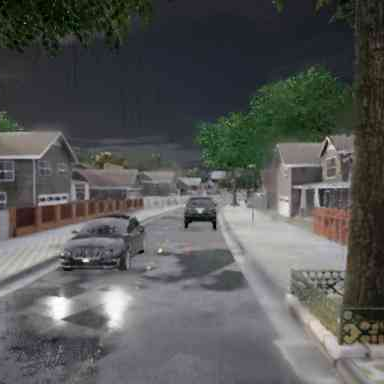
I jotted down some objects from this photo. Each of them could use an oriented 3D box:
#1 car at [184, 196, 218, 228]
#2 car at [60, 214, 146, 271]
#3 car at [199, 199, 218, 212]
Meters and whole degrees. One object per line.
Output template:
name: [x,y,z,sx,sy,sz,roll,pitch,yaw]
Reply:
car: [0.656,1.322,23.371,2.150,2.045,5.566,0,0,3]
car: [-2.714,1.555,11.126,1.837,1.490,4.892,0,0,1]
car: [2.147,1.708,42.323,2.128,1.511,4.902,0,0,6]
